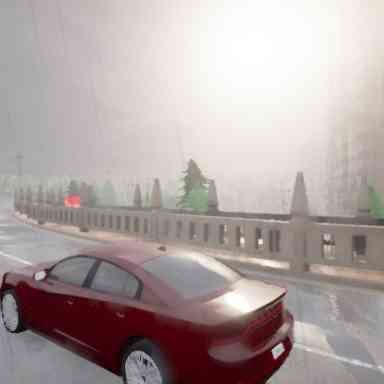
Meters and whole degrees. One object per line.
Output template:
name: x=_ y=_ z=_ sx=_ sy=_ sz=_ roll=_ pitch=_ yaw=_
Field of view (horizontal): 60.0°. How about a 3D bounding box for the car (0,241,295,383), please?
car: x=-1.045 y=1.498 z=5.008 sx=5.008 sy=1.535 sz=1.882 roll=0 pitch=0 yaw=38
